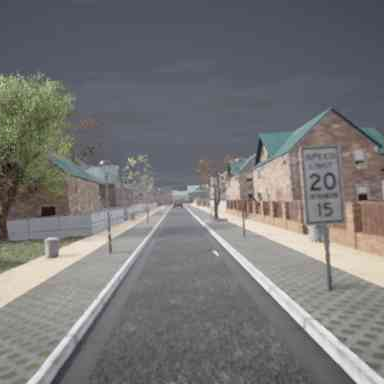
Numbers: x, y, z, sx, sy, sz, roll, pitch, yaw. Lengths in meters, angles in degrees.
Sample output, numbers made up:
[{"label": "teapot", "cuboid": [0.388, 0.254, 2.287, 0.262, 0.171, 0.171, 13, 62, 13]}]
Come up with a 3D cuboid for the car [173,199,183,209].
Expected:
[{"label": "car", "cuboid": [-3.313, 2.784, 78.600, 2.150, 2.045, 5.566, -4, -1, -3]}]
